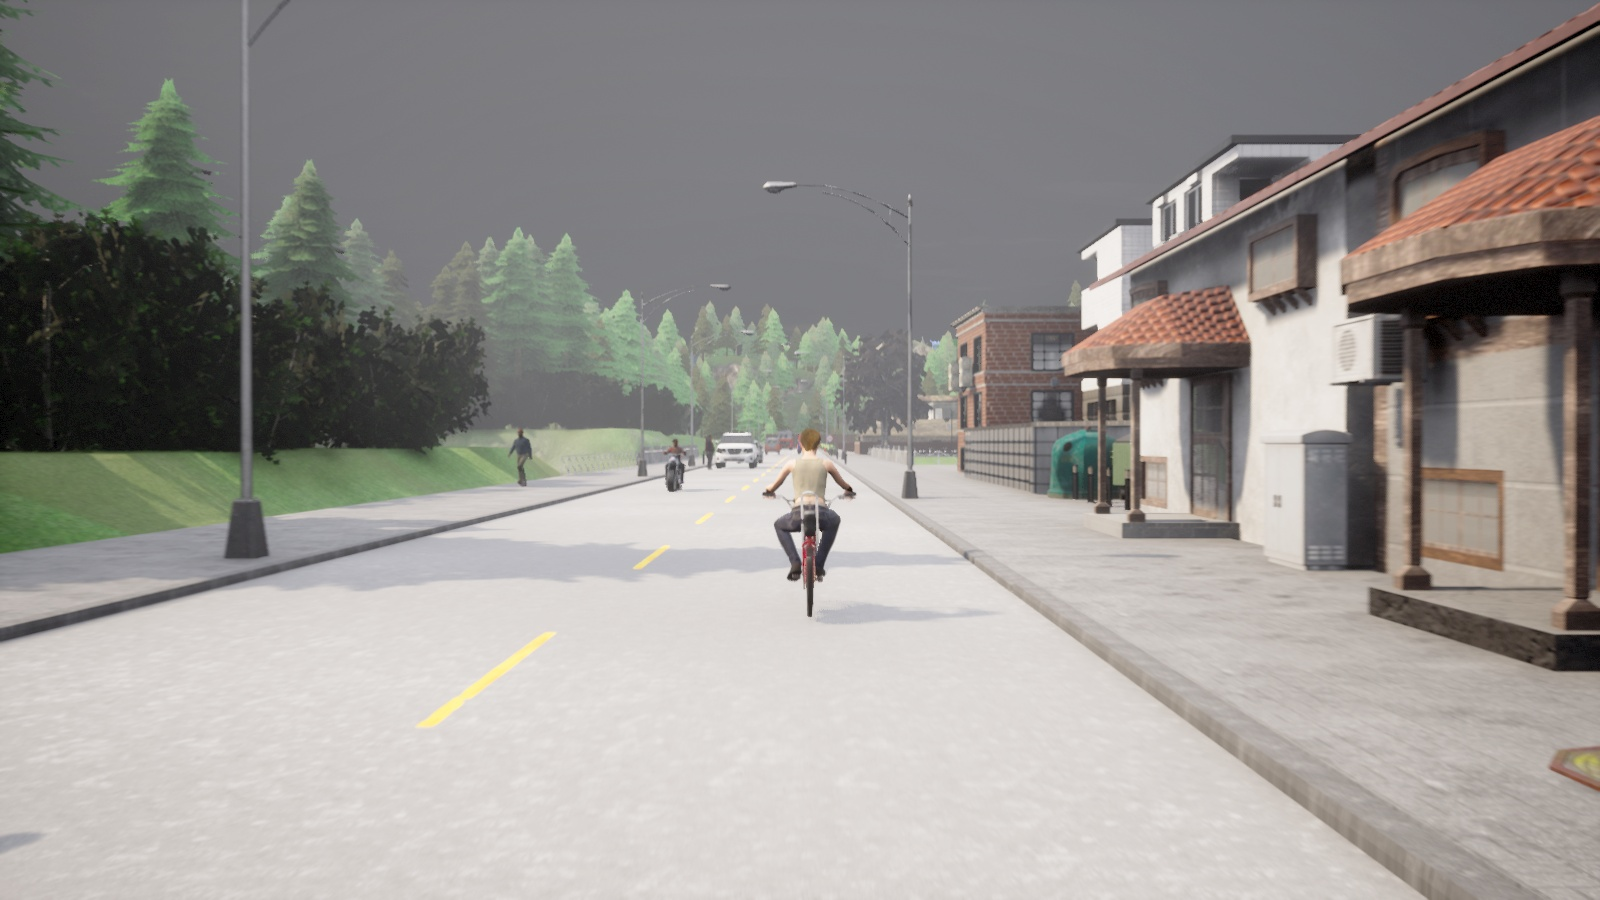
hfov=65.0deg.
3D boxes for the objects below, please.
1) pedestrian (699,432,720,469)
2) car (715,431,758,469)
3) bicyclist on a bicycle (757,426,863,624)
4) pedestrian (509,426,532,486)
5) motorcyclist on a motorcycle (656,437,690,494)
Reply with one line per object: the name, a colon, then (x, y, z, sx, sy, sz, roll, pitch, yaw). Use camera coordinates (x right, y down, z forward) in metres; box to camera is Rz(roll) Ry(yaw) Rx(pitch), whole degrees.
pedestrian: (-4.560, 0.033, 63.215, 0.899, 1.844, 0.634, 0, 0, 11)
car: (-3.607, -0.036, 71.857, 2.150, 2.045, 5.566, 0, 1, 0)
bicyclist on a bicycle: (0.083, 0.607, 11.011, 0.866, 1.612, 1.509, 0, 0, 0)
pedestrian: (-8.575, 0.184, 38.478, 0.370, 1.835, 0.726, 0, 0, 18)
motorcyclist on a motorcycle: (-3.782, 0.436, 37.544, 0.766, 1.649, 2.350, 0, 1, 0)
